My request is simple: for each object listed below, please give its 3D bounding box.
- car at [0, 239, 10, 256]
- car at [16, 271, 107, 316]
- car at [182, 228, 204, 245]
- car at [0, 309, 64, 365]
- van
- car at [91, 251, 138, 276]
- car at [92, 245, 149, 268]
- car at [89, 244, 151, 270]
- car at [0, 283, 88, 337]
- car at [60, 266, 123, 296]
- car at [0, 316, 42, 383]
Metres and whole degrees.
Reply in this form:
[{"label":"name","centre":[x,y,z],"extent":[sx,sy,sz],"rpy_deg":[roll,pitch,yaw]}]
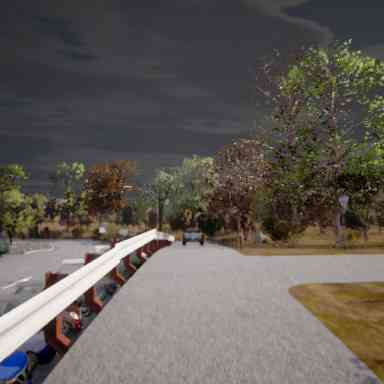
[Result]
[{"label":"car","centre":[-23.982,6.557,38.072],"extent":[5.566,2.045,2.435],"rpy_deg":[1,-4,-20]},{"label":"car","centre":[-6.963,5.324,16.991],"extent":[4.553,1.767,2.185],"rpy_deg":[2,-4,-20]},{"label":"car","centre":[0.098,4.169,31.313],"extent":[2.128,1.511,4.902],"rpy_deg":[0,-8,0]},{"label":"car","centre":[-6.934,5.088,10.940],"extent":[4.792,1.488,2.163],"rpy_deg":[2,-4,-20]},{"label":"van","centre":[-6.840,5.617,23.073],"extent":[4.442,1.987,1.878],"rpy_deg":[2,-4,-20]},{"label":"car","centre":[-6.928,5.908,26.043],"extent":[4.553,1.767,2.185],"rpy_deg":[2,-4,-20]},{"label":"car","centre":[-6.993,5.975,29.043],"extent":[5.566,2.045,2.435],"rpy_deg":[2,-4,-20]},{"label":"car","centre":[-6.964,6.172,32.097],"extent":[5.566,2.045,2.435],"rpy_deg":[2,-4,-20]},{"label":"car","centre":[-6.943,5.128,13.968],"extent":[4.553,1.767,2.185],"rpy_deg":[2,-4,-20]},{"label":"car","centre":[-6.932,5.645,19.997],"extent":[4.892,1.521,2.231],"rpy_deg":[2,-4,-20]},{"label":"car","centre":[-6.861,4.614,7.963],"extent":[5.566,2.045,2.435],"rpy_deg":[2,-4,-20]}]
